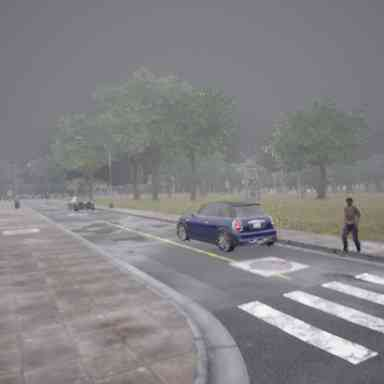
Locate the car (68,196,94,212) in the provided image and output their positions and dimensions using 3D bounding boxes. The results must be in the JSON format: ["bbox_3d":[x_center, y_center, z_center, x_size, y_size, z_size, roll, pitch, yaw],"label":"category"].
[{"bbox_3d":[-12.373,1.200,36.957,2.097,1.767,4.553,-2,1,-30],"label":"car"}]

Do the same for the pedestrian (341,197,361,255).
[{"bbox_3d":[4.802,1.040,10.060,0.375,1.860,0.375,-2,1,-30],"label":"pedestrian"}]

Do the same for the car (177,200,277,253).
[{"bbox_3d":[1.171,1.156,13.231,2.097,1.767,4.553,-2,1,-30],"label":"car"}]
